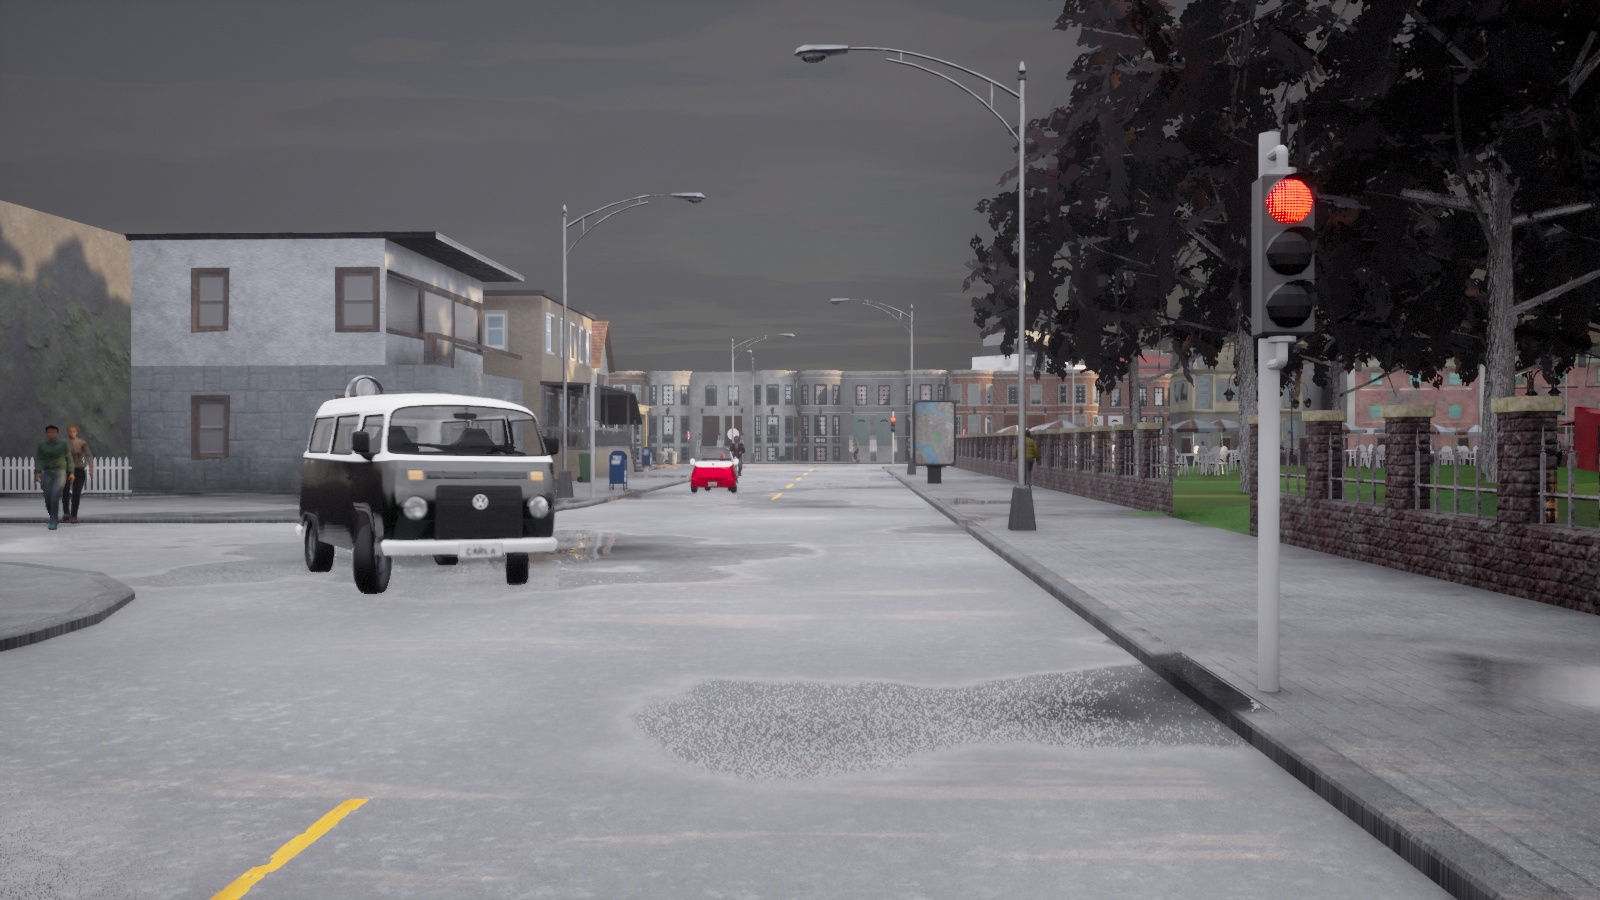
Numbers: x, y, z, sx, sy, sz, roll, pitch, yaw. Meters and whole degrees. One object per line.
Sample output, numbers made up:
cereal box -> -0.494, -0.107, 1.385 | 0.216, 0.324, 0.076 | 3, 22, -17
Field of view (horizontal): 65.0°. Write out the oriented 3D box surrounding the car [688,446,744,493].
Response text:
car -> -2.562, 0.582, 38.474 | 1.481, 1.376, 2.207 | 0, 0, 2

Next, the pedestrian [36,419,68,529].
pedestrian -> -12.768, 0.408, 21.444 | 0.353, 1.847, 0.614 | 0, 0, -20

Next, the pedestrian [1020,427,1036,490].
pedestrian -> 6.711, 0.253, 36.988 | 0.370, 1.835, 0.726 | 0, 0, 3

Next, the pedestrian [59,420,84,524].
pedestrian -> -13.143, 0.396, 22.659 | 0.331, 1.846, 0.634 | 0, 0, -25

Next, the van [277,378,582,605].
van -> -4.219, 0.390, 13.744 | 2.069, 2.038, 4.480 | 1, -1, -32
